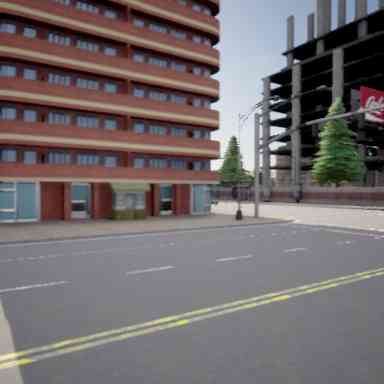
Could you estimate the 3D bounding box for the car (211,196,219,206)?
[{"bbox_3d":[1.903,1.153,47.307,2.128,1.511,4.902,0,0,-32],"label":"car"}]
